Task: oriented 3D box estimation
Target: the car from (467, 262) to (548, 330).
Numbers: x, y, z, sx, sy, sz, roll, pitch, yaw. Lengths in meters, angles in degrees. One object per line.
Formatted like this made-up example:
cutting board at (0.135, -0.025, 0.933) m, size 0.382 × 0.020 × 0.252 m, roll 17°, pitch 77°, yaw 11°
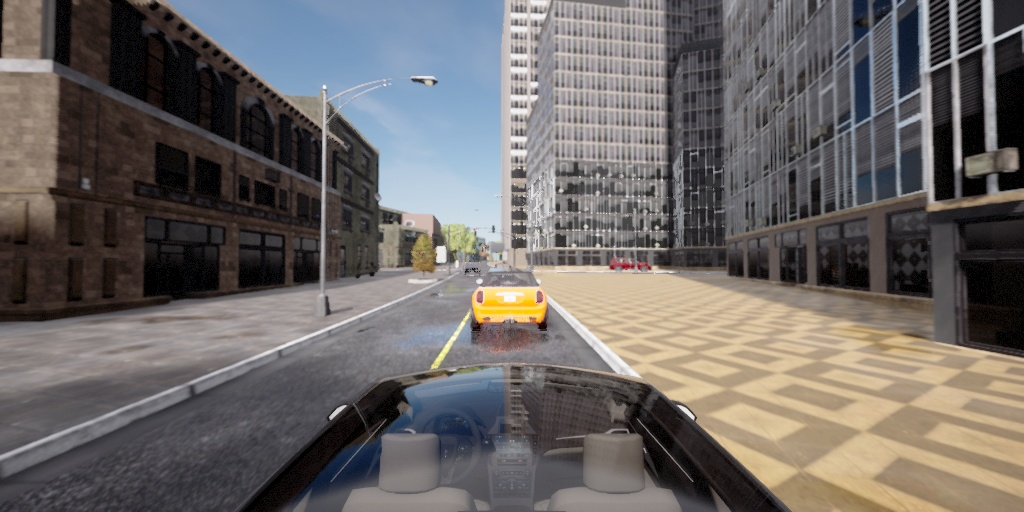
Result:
car at (-0.094, 1.153, 11.522) m, size 2.097 × 1.767 × 4.553 m, roll 0°, pitch 0°, yaw -1°

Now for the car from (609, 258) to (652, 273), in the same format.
car at (14.525, 1.156, 44.158) m, size 5.009 × 1.841 × 2.192 m, roll 0°, pitch 0°, yaw 16°

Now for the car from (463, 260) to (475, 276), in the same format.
car at (-4.173, 1.339, 37.877) m, size 1.895 × 1.301 × 4.718 m, roll 0°, pitch 0°, yaw -4°

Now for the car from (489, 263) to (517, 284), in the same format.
car at (-0.818, 1.391, 29.801) m, size 2.128 × 1.511 × 4.902 m, roll 0°, pitch 0°, yaw -3°

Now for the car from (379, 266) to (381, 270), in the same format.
car at (-22.198, 1.581, 54.770) m, size 4.313 × 1.339 × 1.948 m, roll 0°, pitch 0°, yaw 16°
